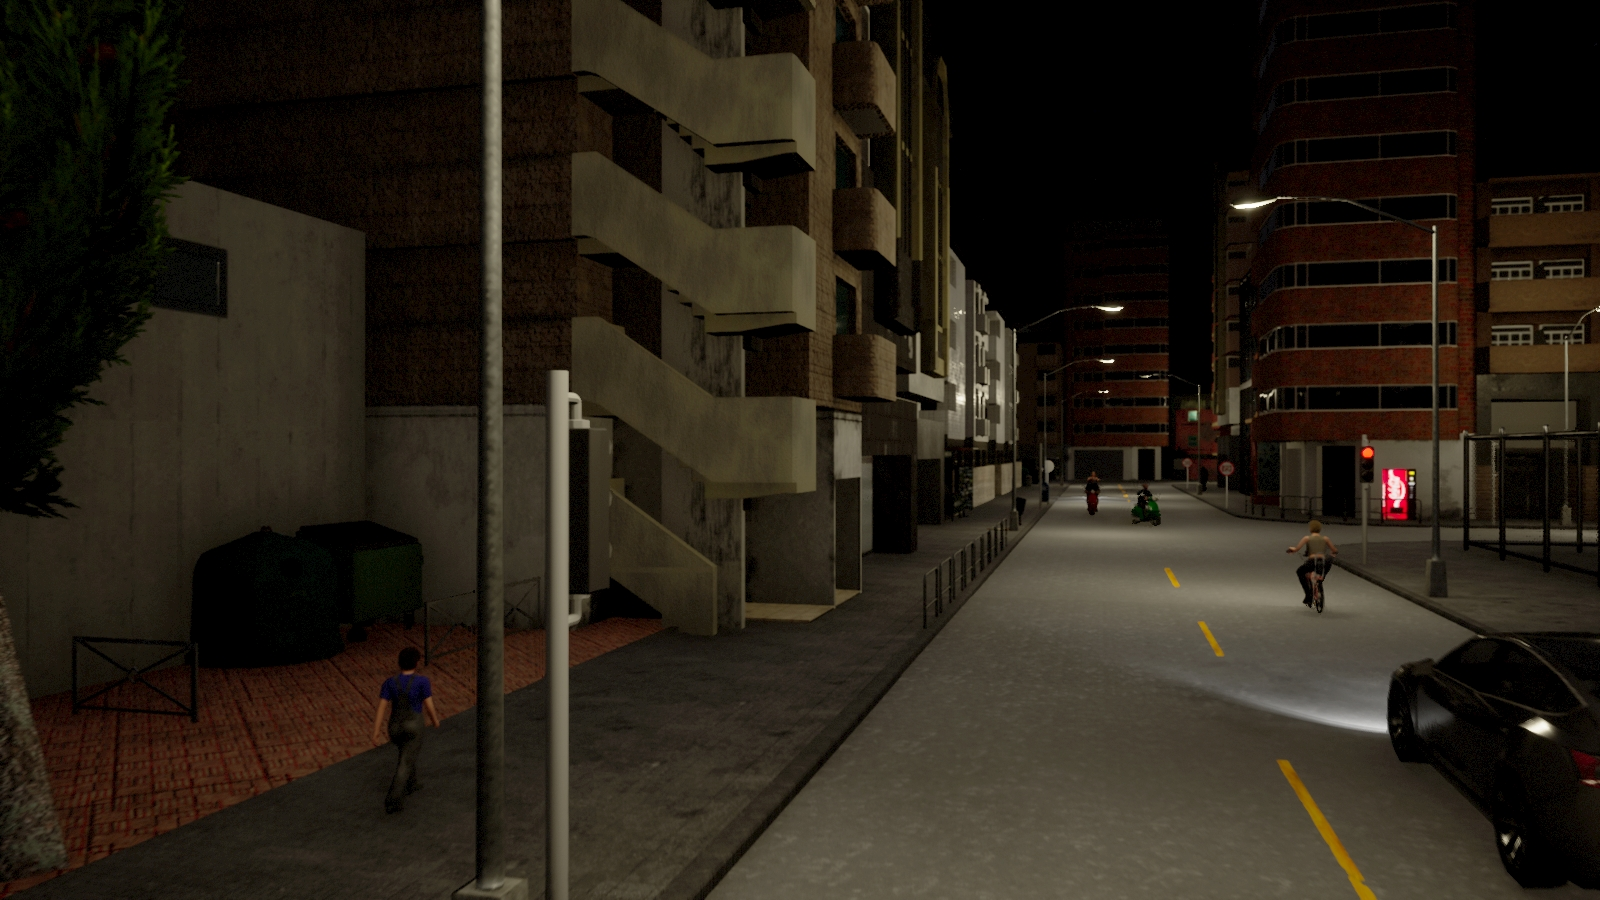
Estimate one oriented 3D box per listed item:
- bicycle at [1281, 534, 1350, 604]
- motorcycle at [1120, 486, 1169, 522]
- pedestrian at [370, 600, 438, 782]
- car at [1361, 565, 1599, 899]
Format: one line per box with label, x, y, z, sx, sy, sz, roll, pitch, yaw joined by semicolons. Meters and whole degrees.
bicycle;9.068;2.073;20.143;0.859;1.080;1.487;0;0;14
motorcycle;13.030;2.039;43.231;0.856;1.236;1.805;4;-1;-17
pedestrian;-3.021;1.825;8.731;0.375;1.300;0.375;0;0;5
car;5.885;1.860;8.533;2.163;1.488;4.792;0;0;15
